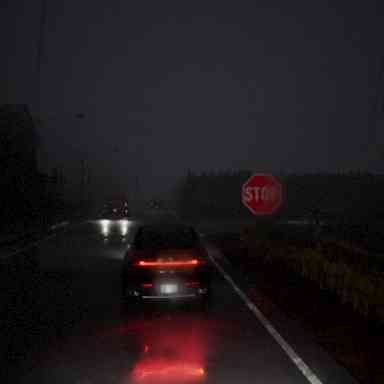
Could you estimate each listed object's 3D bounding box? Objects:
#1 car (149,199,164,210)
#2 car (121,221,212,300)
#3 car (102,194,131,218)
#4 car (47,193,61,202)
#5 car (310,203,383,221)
[{"bbox_3d":[-4.481,1.532,42.245,1.895,1.301,4.718,0,0,-6],"label":"car"},{"bbox_3d":[-0.686,1.491,8.408,1.837,1.490,4.892,0,0,-6],"label":"car"},{"bbox_3d":[-6.804,1.171,30.445,2.150,2.045,5.566,0,0,-8],"label":"car"},{"bbox_3d":[-24.489,1.101,54.529,5.566,2.045,2.150,0,0,-8],"label":"car"},{"bbox_3d":[11.381,1.511,24.243,5.357,1.411,2.033,0,0,-6],"label":"car"}]
